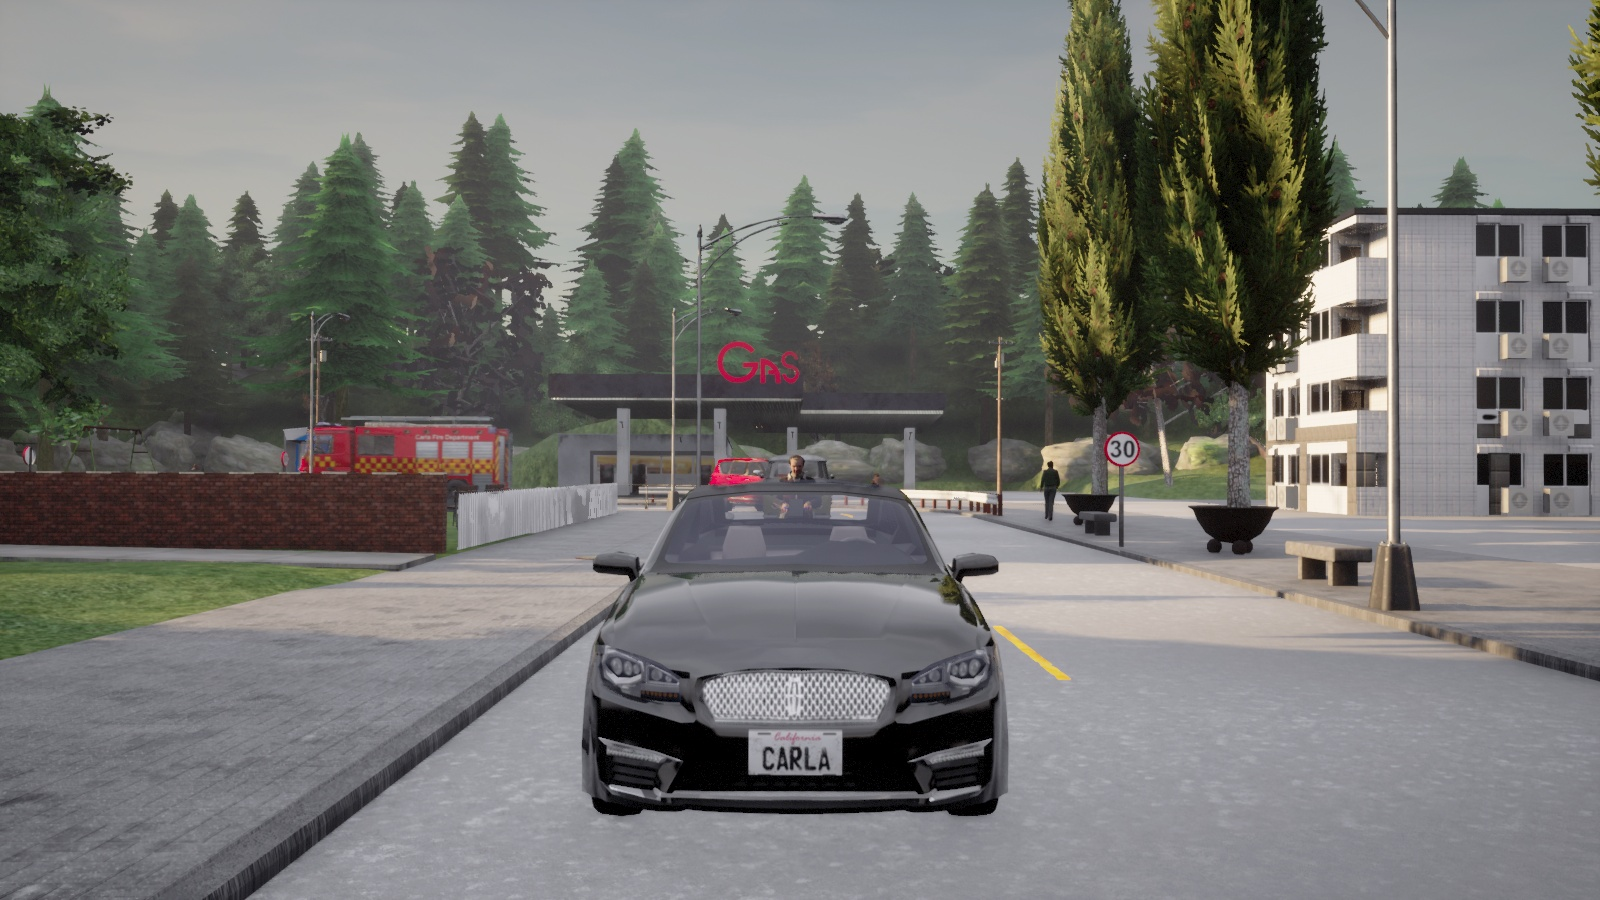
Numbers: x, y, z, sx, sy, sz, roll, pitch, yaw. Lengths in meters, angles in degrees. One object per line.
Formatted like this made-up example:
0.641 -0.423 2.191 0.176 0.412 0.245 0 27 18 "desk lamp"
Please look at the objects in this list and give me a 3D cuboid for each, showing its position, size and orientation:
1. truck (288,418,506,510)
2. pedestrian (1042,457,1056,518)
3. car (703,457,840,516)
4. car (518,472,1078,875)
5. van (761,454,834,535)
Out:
-17.270 0.627 54.223 8.468 3.827 2.891 0 -1 0 "truck"
7.532 1.130 37.964 0.353 1.847 0.614 0 -1 8 "pedestrian"
-1.124 1.306 45.772 2.150 2.045 5.566 1 -1 -37 "car"
-0.017 0.892 7.230 2.128 1.511 4.902 0 -1 0 "car"
-0.069 1.121 33.024 1.775 1.987 4.442 0 -1 0 "van"
